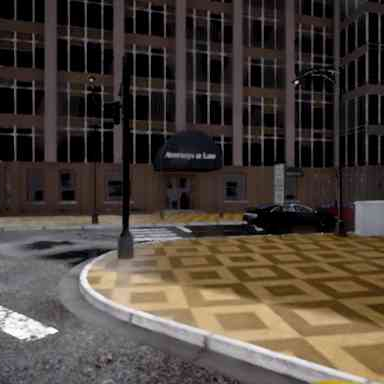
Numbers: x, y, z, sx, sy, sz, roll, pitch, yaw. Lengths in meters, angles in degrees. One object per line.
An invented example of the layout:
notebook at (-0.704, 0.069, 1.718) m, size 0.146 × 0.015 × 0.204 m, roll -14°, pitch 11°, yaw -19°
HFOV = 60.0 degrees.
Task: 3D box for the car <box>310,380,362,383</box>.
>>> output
car at (2.415, 1.536, 1.005) m, size 4.829 × 1.417 × 1.752 m, roll 1°, pitch 0°, yaw 35°

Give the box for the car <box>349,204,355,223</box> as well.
car at (8.707, 1.325, 20.580) m, size 4.181 × 1.385 × 1.994 m, roll 0°, pitch 0°, yaw -14°

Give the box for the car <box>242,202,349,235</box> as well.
car at (4.933, 1.267, 16.709) m, size 4.902 × 1.511 × 2.128 m, roll 0°, pitch 0°, yaw -14°
